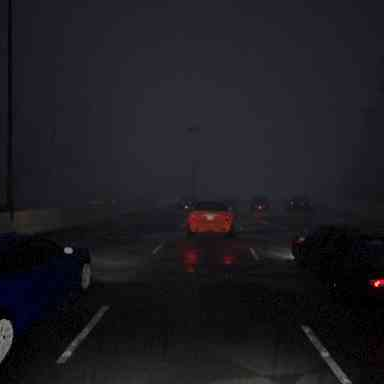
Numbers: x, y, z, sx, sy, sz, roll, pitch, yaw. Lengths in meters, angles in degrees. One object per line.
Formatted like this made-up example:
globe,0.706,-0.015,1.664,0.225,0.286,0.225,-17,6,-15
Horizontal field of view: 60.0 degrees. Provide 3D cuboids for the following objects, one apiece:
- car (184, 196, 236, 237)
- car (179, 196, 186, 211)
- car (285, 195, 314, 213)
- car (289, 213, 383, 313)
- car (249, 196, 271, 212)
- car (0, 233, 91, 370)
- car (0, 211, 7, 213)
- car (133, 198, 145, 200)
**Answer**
car,1.032,1.183,17.231,2.097,1.767,4.553,0,1,5
car,-0.071,1.165,34.525,1.837,1.490,4.892,0,1,11
car,10.035,1.070,31.350,2.097,1.767,4.553,0,1,10
car,3.813,1.481,7.764,2.033,1.411,5.357,0,1,3
car,7.028,1.187,34.320,1.837,1.490,4.892,0,1,12
car,-3.240,1.412,5.526,1.882,1.535,5.008,0,1,2
car,-12.974,1.259,19.684,2.128,1.511,4.902,0,1,6
car,-8.679,0.872,58.850,1.882,1.535,5.008,0,1,17
